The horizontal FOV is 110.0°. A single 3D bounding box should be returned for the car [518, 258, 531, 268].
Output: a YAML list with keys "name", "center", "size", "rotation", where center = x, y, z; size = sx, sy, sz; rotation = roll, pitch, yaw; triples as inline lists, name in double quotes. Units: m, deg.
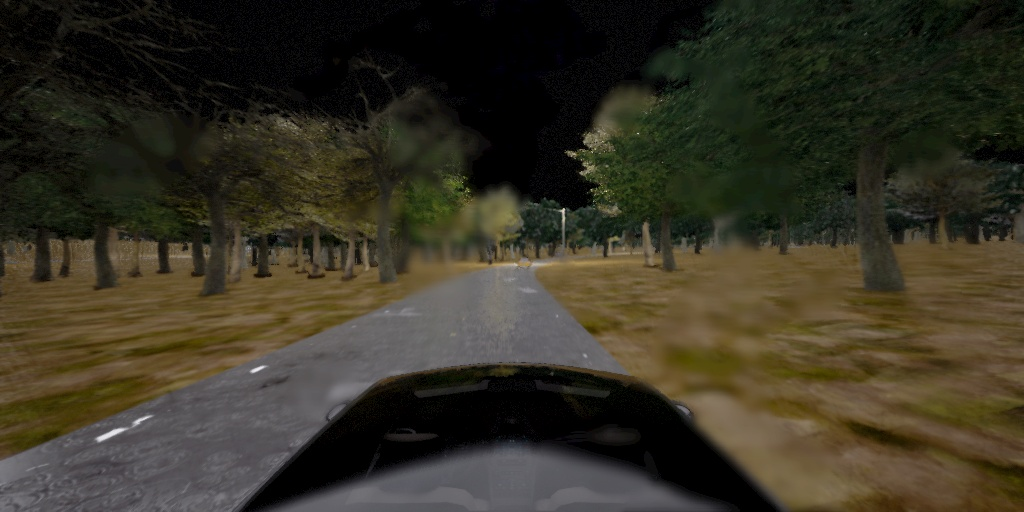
- name: "car"
  center: [2.003, 1.020, 55.786]
  size: [1.801, 1.575, 5.366]
  rotation: [0, 1, 6]
